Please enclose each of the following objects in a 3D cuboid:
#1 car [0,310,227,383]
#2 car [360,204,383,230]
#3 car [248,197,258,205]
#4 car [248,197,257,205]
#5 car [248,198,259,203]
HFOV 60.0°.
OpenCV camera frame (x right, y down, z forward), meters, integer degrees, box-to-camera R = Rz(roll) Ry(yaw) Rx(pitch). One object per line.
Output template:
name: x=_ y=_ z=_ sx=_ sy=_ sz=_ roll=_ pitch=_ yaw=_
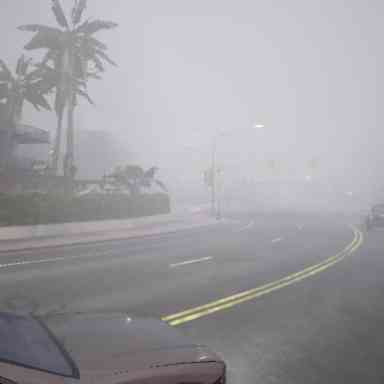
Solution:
car: x=-2.189 y=1.551 z=2.156 sx=5.357 sy=1.411 sz=2.033 roll=1 pitch=-1 yaw=-37
car: x=12.923 y=1.622 z=22.872 sx=2.097 sy=1.767 sz=4.553 roll=0 pitch=0 yaw=21
car: x=13.634 y=2.169 z=74.522 sx=2.097 sy=1.535 sz=5.008 roll=0 pitch=0 yaw=11
car: x=14.742 y=2.102 z=80.853 sx=2.185 sy=1.767 sz=4.553 roll=0 pitch=0 yaw=11
car: x=16.861 y=2.328 z=91.416 sx=2.231 sy=1.521 sz=4.892 roll=0 pitch=0 yaw=21
